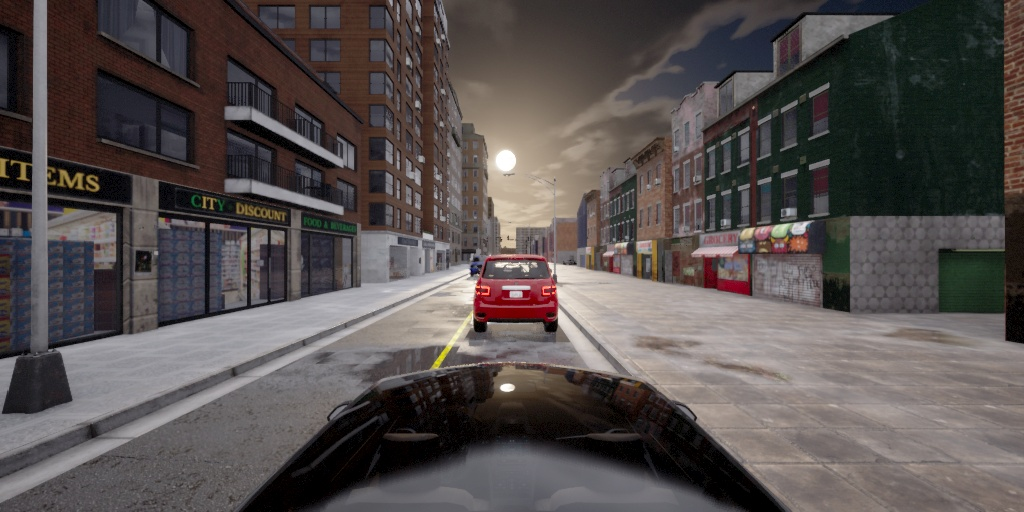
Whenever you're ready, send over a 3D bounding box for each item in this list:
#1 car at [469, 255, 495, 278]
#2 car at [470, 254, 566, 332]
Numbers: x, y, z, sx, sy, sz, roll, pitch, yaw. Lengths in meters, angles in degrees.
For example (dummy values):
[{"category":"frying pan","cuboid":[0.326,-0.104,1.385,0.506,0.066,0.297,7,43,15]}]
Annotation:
[{"category":"car","cuboid":[-2.892,0.971,35.702,2.150,2.045,5.566,0,0,0]},{"category":"car","cuboid":[0.090,0.972,10.947,2.150,2.045,5.566,0,0,0]}]
